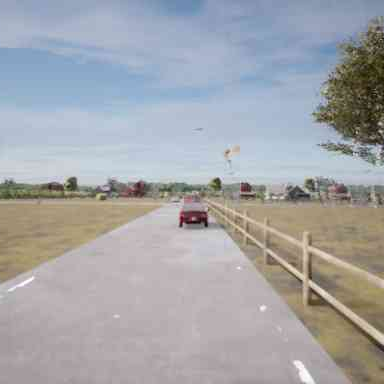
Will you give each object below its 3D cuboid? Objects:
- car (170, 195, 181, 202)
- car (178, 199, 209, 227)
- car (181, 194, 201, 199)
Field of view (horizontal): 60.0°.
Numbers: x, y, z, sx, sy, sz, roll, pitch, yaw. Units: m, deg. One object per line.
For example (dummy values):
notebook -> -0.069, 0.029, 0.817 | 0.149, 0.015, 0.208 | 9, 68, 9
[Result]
car -> -2.734, 1.304, 57.141 | 1.812, 1.442, 4.674 | 0, 0, 0
car -> 0.103, 1.475, 22.646 | 1.882, 1.535, 5.008 | 0, 0, 0
car -> 0.041, 1.281, 44.490 | 2.150, 2.045, 5.566 | 0, 0, 0
